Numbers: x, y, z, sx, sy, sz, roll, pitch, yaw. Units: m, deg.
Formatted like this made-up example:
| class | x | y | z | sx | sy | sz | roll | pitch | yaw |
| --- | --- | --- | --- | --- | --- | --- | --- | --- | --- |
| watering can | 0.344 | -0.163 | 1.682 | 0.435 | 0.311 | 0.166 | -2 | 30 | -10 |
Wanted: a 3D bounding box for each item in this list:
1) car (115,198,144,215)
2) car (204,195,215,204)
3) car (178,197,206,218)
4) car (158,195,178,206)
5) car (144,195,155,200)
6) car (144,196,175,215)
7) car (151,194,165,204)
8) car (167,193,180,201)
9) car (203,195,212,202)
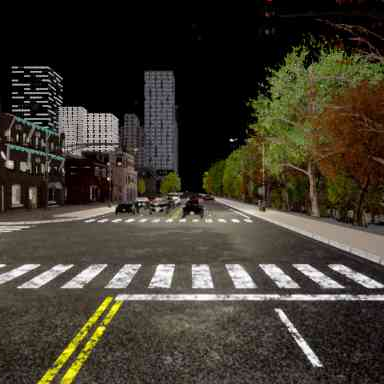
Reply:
| class | x | y | z | sx | sy | sz | roll | pitch | yaw |
| --- | --- | --- | --- | --- | --- | --- | --- | --- | --- |
| car | -6.524 | 1.553 | 33.955 | 1.994 | 1.385 | 4.181 | 0 | 0 | 0 |
| car | 3.480 | 1.468 | 64.015 | 2.128 | 1.511 | 4.902 | 0 | 0 | 0 |
| car | 0.115 | 1.496 | 29.968 | 1.837 | 1.490 | 4.892 | 1 | 0 | 2 |
| car | -3.244 | 1.490 | 44.504 | 1.837 | 1.490 | 4.892 | 0 | 0 | 0 |
| car | -6.504 | 1.477 | 42.832 | 2.128 | 1.511 | 4.902 | 0 | 0 | 0 |
| car | -3.272 | 1.481 | 34.262 | 2.128 | 1.511 | 4.902 | 0 | 0 | 0 |
| car | -6.425 | 1.329 | 62.643 | 2.097 | 1.767 | 4.553 | 0 | 0 | 1 |
| car | -3.206 | 1.202 | 55.229 | 2.150 | 2.045 | 5.566 | 0 | 0 | 1 |
| car | 3.399 | 1.448 | 74.284 | 1.882 | 1.535 | 5.008 | 0 | 0 | 0 |
